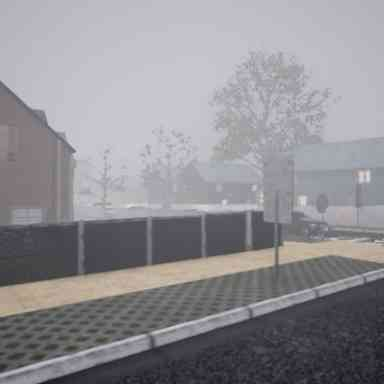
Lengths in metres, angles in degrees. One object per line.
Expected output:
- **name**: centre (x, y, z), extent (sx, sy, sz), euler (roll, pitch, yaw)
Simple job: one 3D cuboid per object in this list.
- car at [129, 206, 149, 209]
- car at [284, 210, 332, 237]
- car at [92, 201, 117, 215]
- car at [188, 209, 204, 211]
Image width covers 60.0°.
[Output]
- **car**: centre (-5.674, 2.305, 36.773), extent (1.837, 1.490, 4.892), euler (1, -2, -36)
- **car**: centre (6.063, 1.830, 20.178), extent (1.812, 1.442, 4.674), euler (1, -2, -35)
- **car**: centre (-12.047, 2.296, 45.878), extent (2.150, 2.045, 5.566), euler (1, -2, -35)
- **car**: centre (0.346, 2.109, 28.267), extent (1.994, 1.385, 4.181), euler (1, -2, -35)
